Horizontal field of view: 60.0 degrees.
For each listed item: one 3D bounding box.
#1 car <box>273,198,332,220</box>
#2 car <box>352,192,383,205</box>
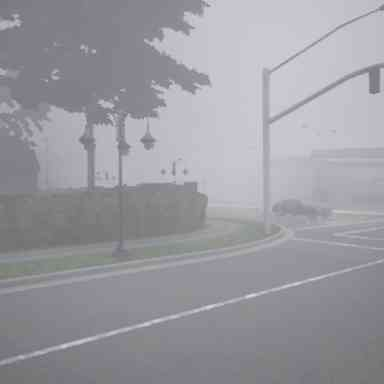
[{"bbox_3d":[8.313,1.228,25.493,1.812,1.442,4.674,-1,0,-35],"label":"car"},{"bbox_3d":[24.391,0.865,45.598,2.242,1.667,4.611,-1,0,-35],"label":"car"}]
